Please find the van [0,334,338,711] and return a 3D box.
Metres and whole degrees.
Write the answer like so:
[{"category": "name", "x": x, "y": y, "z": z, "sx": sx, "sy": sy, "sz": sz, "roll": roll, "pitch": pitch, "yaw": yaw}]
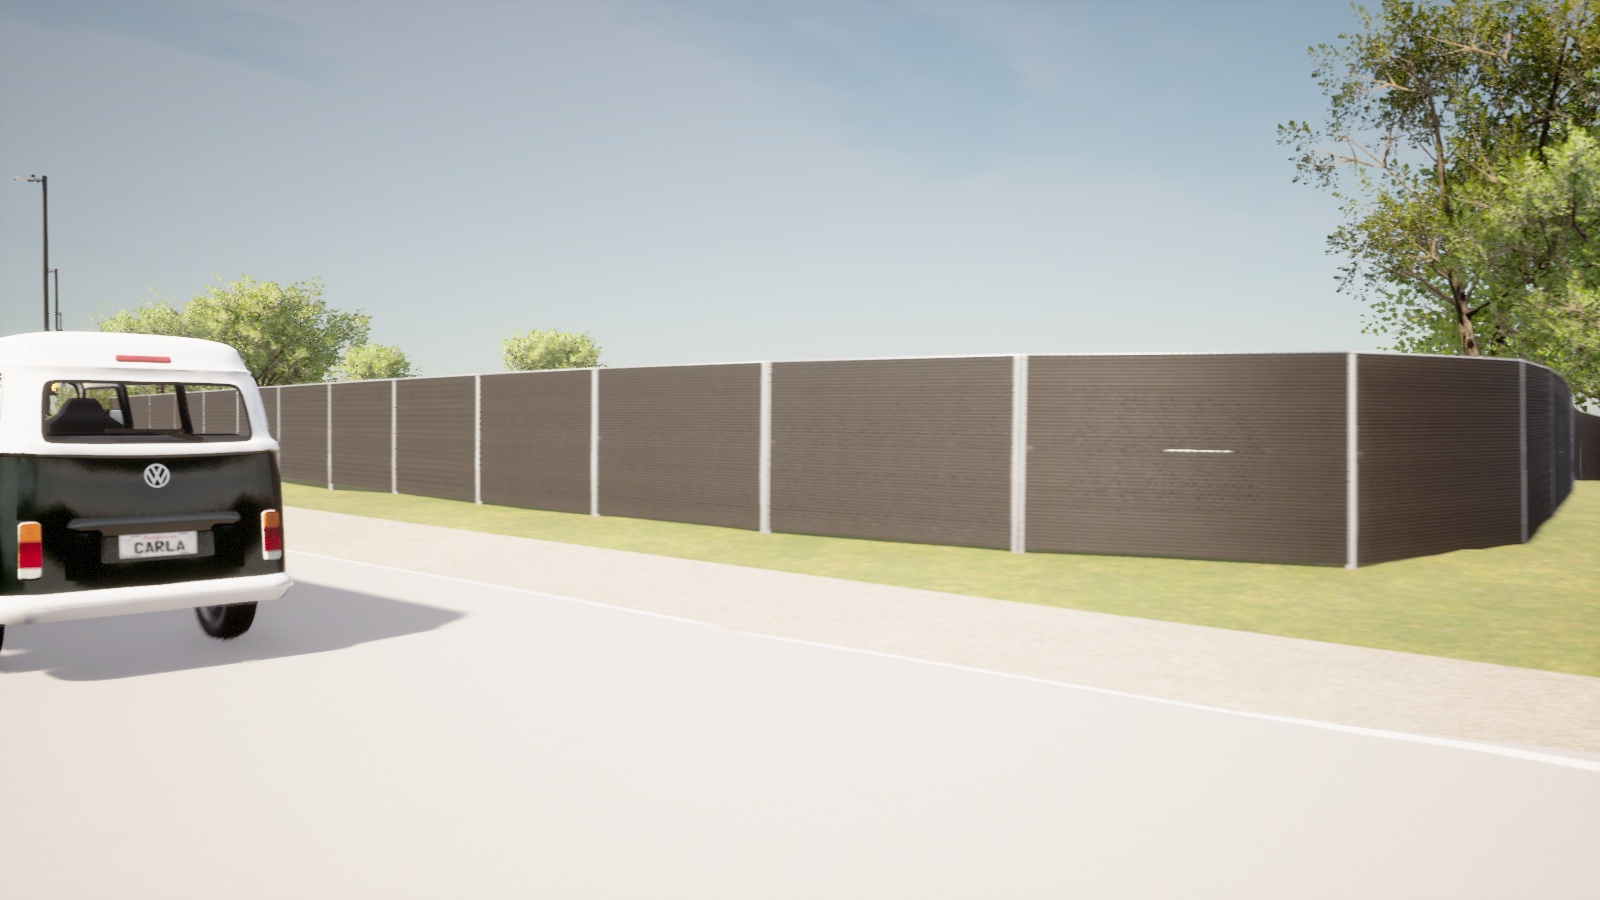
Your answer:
[{"category": "van", "x": -5.362, "y": 0.352, "z": 8.948, "sx": 4.480, "sy": 2.038, "sz": 2.069, "roll": 1, "pitch": 2, "yaw": 44}]
